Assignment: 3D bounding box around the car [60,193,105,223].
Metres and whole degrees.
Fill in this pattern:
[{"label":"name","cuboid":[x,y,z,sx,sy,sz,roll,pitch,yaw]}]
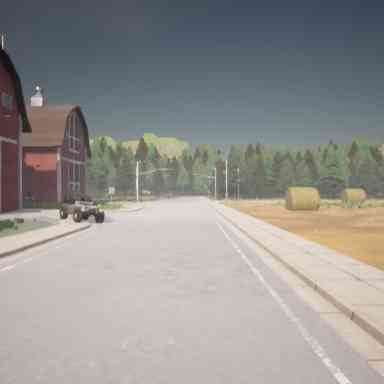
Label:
[{"label":"car","cuboid":[-7.662,1.091,23.079,1.905,1.878,3.866,8,-3,-42]}]
